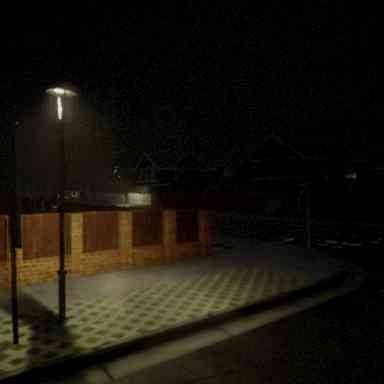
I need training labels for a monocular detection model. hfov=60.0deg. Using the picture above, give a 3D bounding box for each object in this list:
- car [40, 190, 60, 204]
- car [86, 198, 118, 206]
[{"bbox_3d":[-20.073,0.815,47.111,2.150,2.045,5.566,-2,2,-34],"label":"car"},{"bbox_3d":[-8.478,1.298,31.031,1.994,1.385,4.181,-2,2,-38],"label":"car"}]
